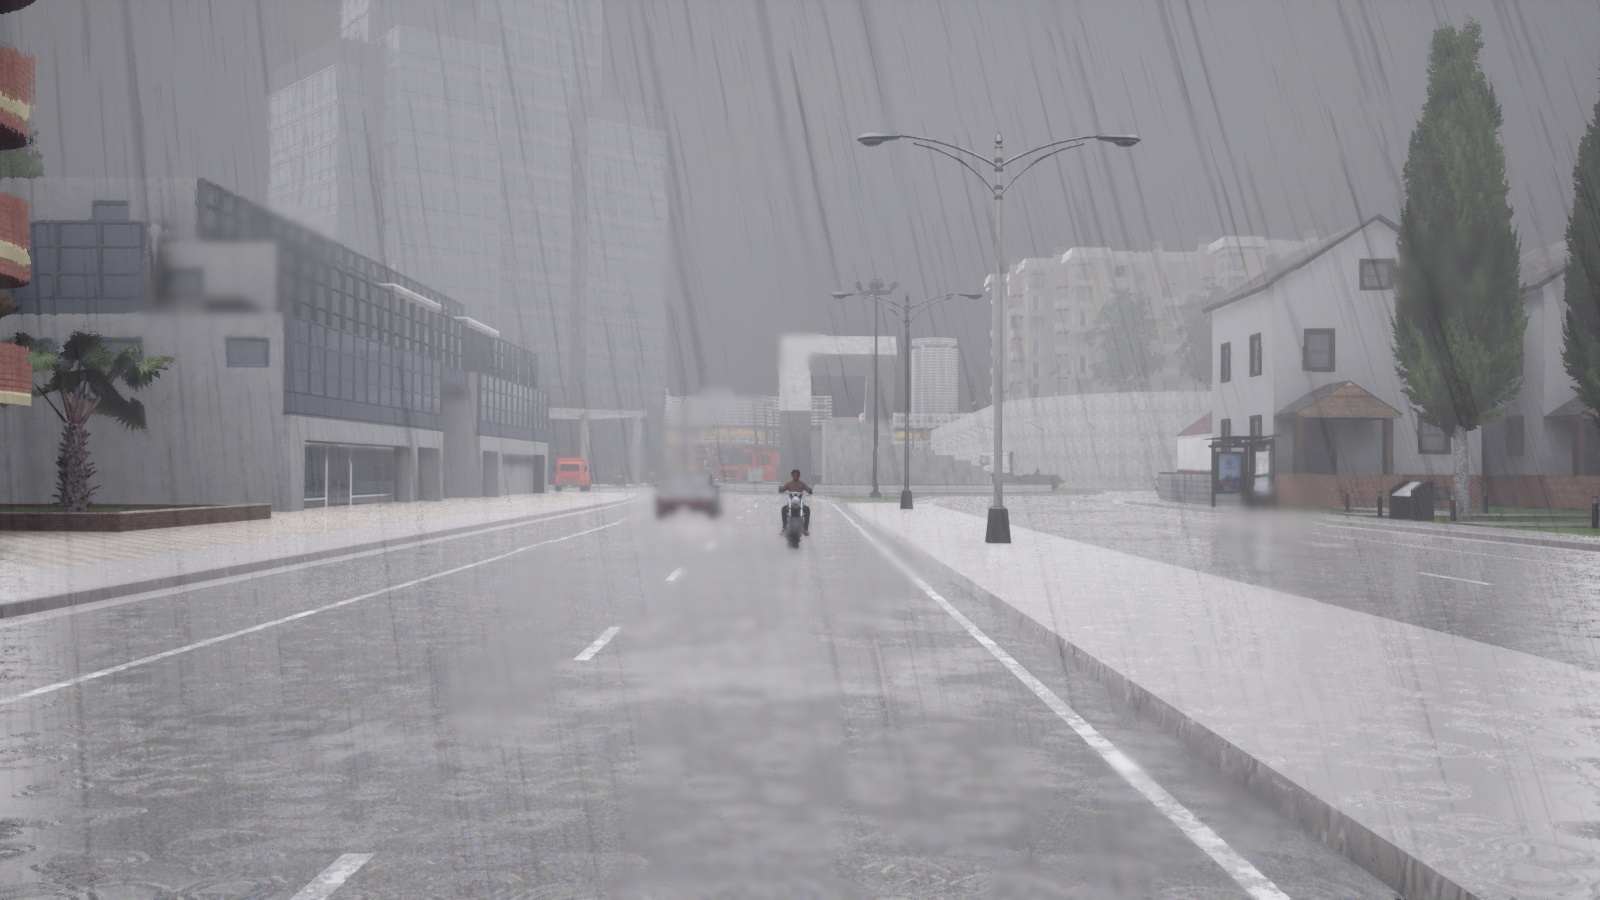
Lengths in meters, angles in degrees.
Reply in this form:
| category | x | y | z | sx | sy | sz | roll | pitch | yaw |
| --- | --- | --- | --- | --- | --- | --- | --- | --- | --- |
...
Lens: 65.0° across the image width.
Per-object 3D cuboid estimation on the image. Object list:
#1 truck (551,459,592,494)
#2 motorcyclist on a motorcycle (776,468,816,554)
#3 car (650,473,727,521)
| category | x | y | z | sx | sy | sz | roll | pitch | yaw |
| --- | --- | --- | --- | --- | --- | --- | --- | --- | --- |
| truck | -16.997 | 1.968 | 93.641 | 2.627 | 2.467 | 5.204 | 0 | -1 | -7 |
| motorcyclist on a motorcycle | -0.078 | 1.193 | 25.481 | 0.766 | 1.649 | 2.350 | 0 | -1 | 0 |
| car | -3.627 | 1.529 | 41.723 | 2.163 | 1.488 | 4.792 | 0 | -1 | 0 |
